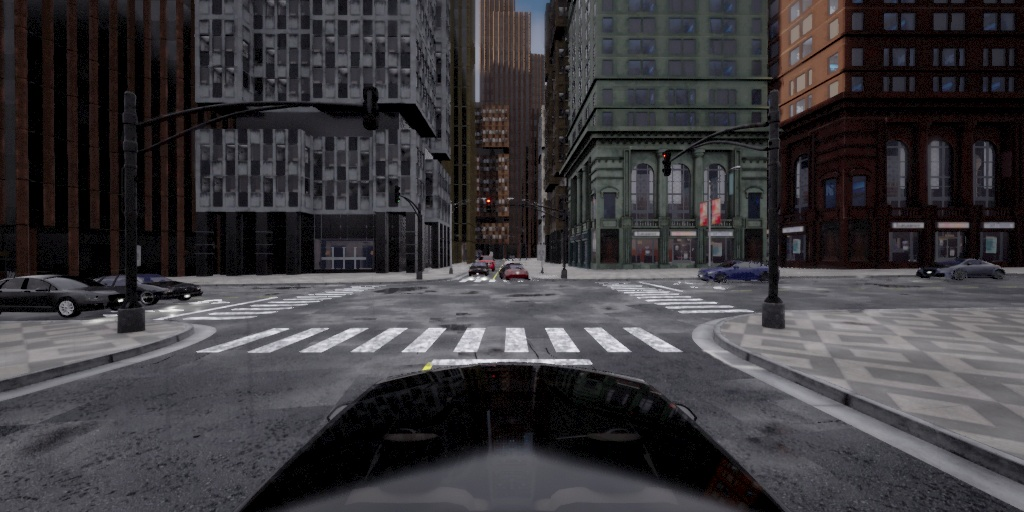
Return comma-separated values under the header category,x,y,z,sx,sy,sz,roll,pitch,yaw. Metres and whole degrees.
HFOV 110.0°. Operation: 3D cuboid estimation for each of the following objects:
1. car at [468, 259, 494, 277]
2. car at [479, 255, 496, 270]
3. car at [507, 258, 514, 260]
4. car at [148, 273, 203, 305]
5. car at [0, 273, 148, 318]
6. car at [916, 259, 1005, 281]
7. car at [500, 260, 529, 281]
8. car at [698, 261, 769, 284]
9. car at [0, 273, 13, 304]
category,x,y,z,sx,sy,sz,roll,pitch,yaw
car,-3.236,1.276,36.193,2.033,1.411,5.357,0,0,0
car,-3.332,0.934,46.872,2.150,2.045,5.566,0,0,-1
car,-0.253,1.209,61.288,1.812,1.442,4.674,0,0,0
car,-17.863,1.523,17.023,5.357,1.411,2.033,-1,0,5
car,-17.420,1.492,13.717,4.892,1.490,1.837,-1,0,0
car,29.660,0.880,23.805,4.181,1.385,1.994,-1,0,-1
car,0.161,1.298,30.402,1.994,1.385,4.181,0,0,-9
car,14.864,1.031,23.759,4.674,1.442,1.812,-1,0,0
car,-27.350,1.609,16.942,4.892,1.490,1.837,-1,0,0
